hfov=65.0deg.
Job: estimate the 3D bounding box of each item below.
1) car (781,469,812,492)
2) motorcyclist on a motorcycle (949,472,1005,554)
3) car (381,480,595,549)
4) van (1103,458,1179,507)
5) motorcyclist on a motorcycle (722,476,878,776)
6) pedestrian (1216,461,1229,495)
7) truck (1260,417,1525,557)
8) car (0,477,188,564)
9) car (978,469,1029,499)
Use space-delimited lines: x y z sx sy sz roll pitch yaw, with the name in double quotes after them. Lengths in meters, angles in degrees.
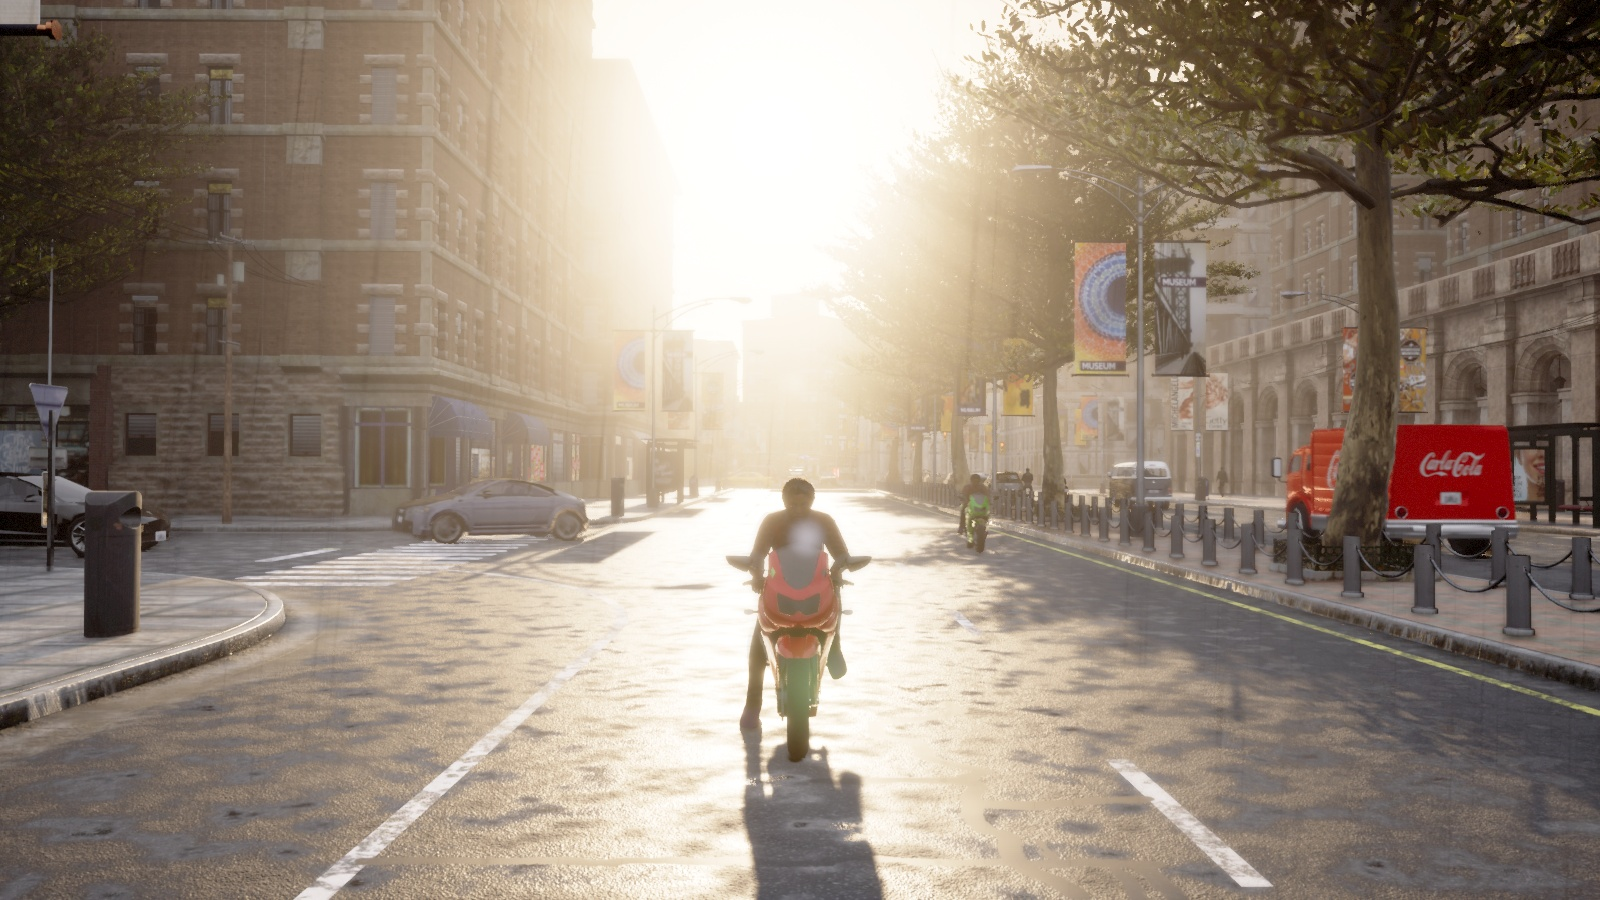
-0.247 2.192 91.485 2.242 1.667 4.611 0 -1 0 "car"
3.435 1.194 24.537 0.797 1.523 2.044 0 -1 0 "motorcyclist on a motorcycle"
-6.857 1.370 27.697 4.181 1.385 1.994 0 -1 -32 "car"
14.855 1.399 54.951 2.069 2.038 4.480 0 -1 0 "van"
-0.005 0.922 7.471 0.797 1.523 2.044 0 -1 0 "motorcyclist on a motorcycle"
24.243 1.582 72.087 0.423 1.949 0.788 0 -1 0 "pedestrian"
11.442 0.698 24.830 2.627 2.467 5.204 0 -1 -2 "truck"
-14.050 1.253 22.836 4.792 1.488 2.163 0 -1 -1 "car"
11.311 1.873 70.087 2.033 1.649 4.856 0 -1 0 "car"
